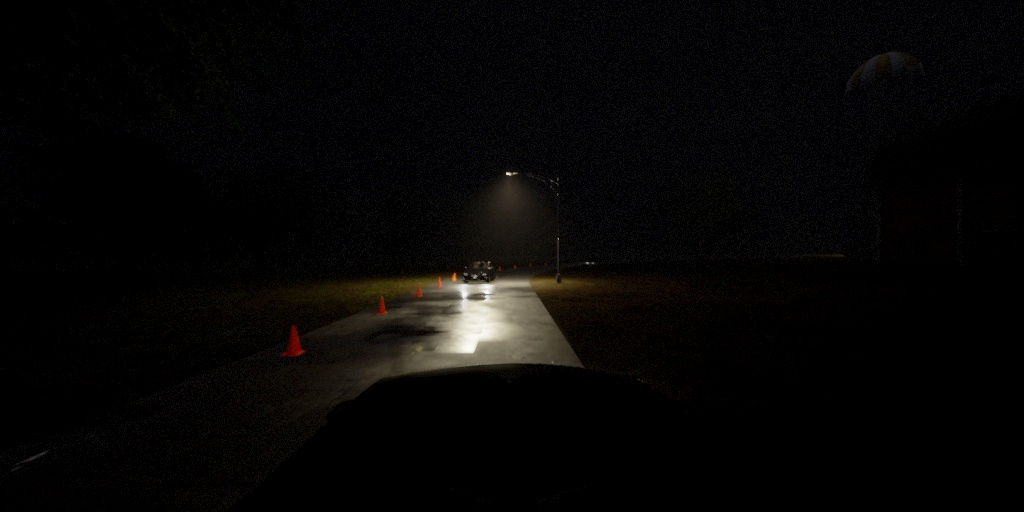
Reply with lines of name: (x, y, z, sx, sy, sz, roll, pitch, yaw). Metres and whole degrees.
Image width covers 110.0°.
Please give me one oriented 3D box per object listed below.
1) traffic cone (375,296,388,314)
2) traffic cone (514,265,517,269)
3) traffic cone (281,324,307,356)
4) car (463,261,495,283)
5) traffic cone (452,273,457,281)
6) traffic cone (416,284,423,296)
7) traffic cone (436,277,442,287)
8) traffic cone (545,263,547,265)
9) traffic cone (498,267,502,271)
traffic cone: (-4.469, 1.665, 12.307, 0.340, 0.580, 0.340, 0, 0, 0)
traffic cone: (0.424, 1.381, 47.650, 0.340, 0.580, 0.340, 0, 0, 23)
traffic cone: (-4.445, 1.691, 7.307, 0.340, 0.580, 0.340, 0, 0, 0)
car: (-2.353, 1.138, 26.290, 1.837, 1.490, 4.892, 0, 0, 3)
traffic cone: (-4.410, 1.586, 27.467, 0.340, 0.580, 0.340, 0, 0, 4)
traffic cone: (-4.493, 1.639, 17.306, 0.340, 0.580, 0.340, 0, 0, 0)
traffic cone: (-4.516, 1.613, 22.306, 0.340, 0.580, 0.340, 0, 0, 0)
traffic cone: (5.378, 1.197, 56.812, 0.340, 0.580, 0.340, 0, 0, 33)
traffic cone: (-1.439, 1.453, 42.780, 0.340, 0.580, 0.340, 0, 0, 18)
